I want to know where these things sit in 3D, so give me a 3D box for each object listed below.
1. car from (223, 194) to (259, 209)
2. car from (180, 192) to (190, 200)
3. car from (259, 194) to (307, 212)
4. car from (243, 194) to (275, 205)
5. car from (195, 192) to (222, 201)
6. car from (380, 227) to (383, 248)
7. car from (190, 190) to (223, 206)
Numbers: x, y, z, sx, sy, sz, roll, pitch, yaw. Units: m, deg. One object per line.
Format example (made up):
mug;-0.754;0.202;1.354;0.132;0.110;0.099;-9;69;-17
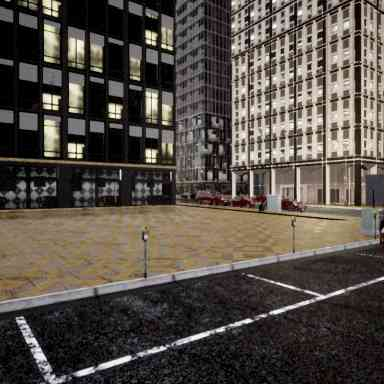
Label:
car;5.711;1.105;36.456;1.802;1.307;4.206;1;0;-36
car;-0.511;0.647;59.516;1.947;1.339;4.313;1;0;-36
car;8.963;1.071;31.926;1.967;1.590;4.097;1;0;-36
car;9.237;0.985;45.919;1.802;1.307;4.206;1;0;-36
car;2.641;0.710;55.122;1.752;1.417;4.829;1;0;-36
car;9.155;1.441;13.094;4.097;1.590;1.967;0;0;-36
car;2.470;0.731;40.985;2.192;1.841;5.009;1;0;-36
